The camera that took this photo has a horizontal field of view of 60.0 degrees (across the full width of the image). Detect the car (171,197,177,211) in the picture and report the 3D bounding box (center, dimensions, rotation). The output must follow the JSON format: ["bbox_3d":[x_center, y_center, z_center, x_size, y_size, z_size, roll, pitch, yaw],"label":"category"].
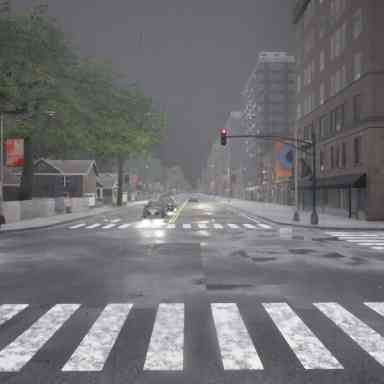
[{"bbox_3d":[-3.234,1.372,39.910,2.097,1.767,4.553,0,0,0],"label":"car"}]

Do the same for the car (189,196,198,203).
[{"bbox_3d":[0.287,1.547,70.300,2.128,1.511,4.902,0,0,0],"label":"car"}]

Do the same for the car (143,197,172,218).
[{"bbox_3d":[-3.263,1.504,30.175,2.128,1.511,4.902,0,0,0],"label":"car"}]

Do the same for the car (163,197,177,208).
[{"bbox_3d":[-3.200,1.555,49.867,1.812,1.442,4.674,0,0,0],"label":"car"}]
